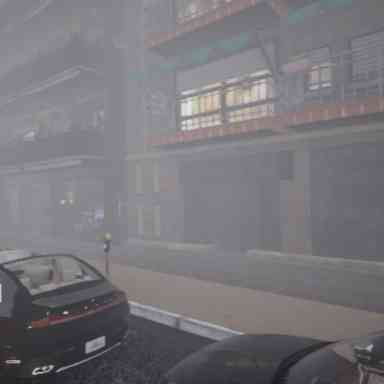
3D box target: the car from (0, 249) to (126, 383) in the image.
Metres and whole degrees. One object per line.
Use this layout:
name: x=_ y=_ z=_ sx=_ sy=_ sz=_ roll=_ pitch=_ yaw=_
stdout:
car: x=-2.863 y=1.586 z=5.257 sx=4.403 sy=1.369 sz=2.008 roll=-1 pitch=-1 yaw=38

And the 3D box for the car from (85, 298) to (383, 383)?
car: x=1.623 y=1.522 z=1.790 sx=4.403 sy=1.369 sz=2.008 roll=-1 pitch=-1 yaw=38
